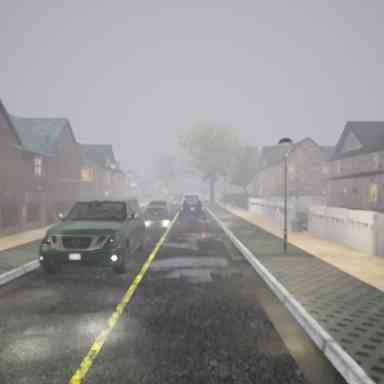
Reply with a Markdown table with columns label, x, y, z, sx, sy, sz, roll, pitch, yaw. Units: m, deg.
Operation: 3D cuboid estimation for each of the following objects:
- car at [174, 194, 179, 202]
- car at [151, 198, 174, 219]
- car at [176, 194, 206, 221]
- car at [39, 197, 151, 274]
| label | x | y | z | sx | sy | sz | roll | pitch | yaw |
| --- | --- | --- | --- | --- | --- | --- | --- | --- | --- |
| car | -2.814 | 1.142 | 70.804 | 2.097 | 1.767 | 4.553 | 0 | 0 | 0 |
| car | -2.875 | 1.416 | 28.710 | 1.882 | 1.535 | 5.008 | 0 | 0 | 0 |
| car | 0.048 | 1.294 | 26.897 | 2.097 | 1.767 | 4.553 | 0 | 0 | 0 |
| car | -2.849 | 1.201 | 10.860 | 2.150 | 2.045 | 5.566 | 0 | 0 | 0 |
